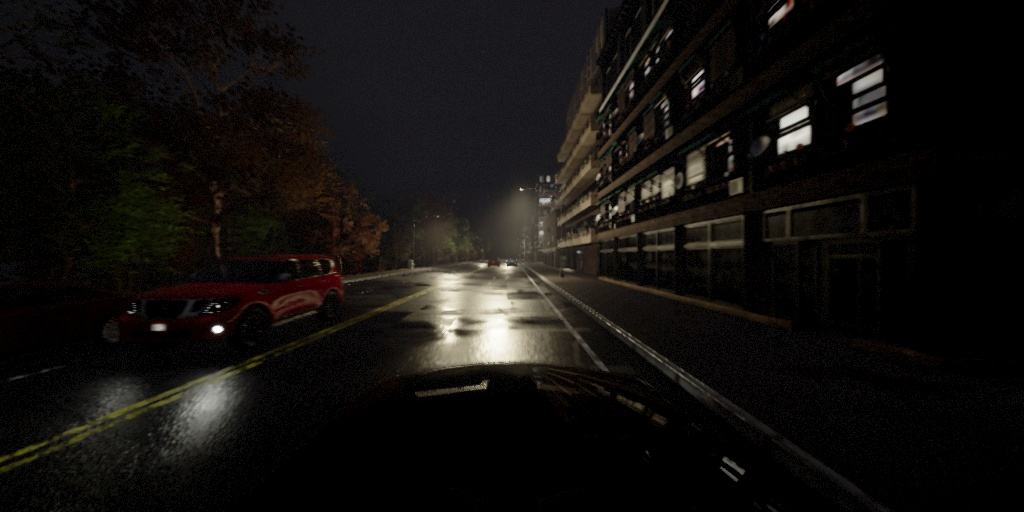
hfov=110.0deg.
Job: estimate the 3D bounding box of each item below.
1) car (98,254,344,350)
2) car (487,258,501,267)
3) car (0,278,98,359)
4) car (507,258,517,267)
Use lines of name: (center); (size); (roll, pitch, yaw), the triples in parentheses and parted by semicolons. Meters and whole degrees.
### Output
car: (-6.559, 0.970, 9.439); (2.150, 2.045, 5.566); (0, 0, 0)
car: (-3.250, 1.120, 64.176); (2.097, 1.767, 4.553); (0, 0, 0)
car: (-9.825, 1.228, 6.620); (1.882, 1.535, 5.008); (0, 0, 0)
car: (0.001, 1.369, 64.237); (1.895, 1.301, 4.718); (0, 0, 0)
